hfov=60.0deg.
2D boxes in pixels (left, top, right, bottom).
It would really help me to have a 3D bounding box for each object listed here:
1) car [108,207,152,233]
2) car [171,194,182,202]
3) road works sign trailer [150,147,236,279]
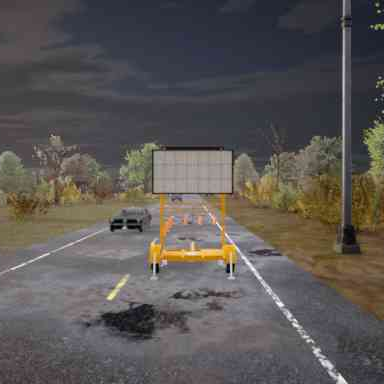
[{"bbox_3d":[-3.556,1.596,19.843,1.895,1.301,4.718,0,0,0],"label":"car"},{"bbox_3d":[-3.340,1.146,72.570,2.150,2.045,5.566,0,0,0],"label":"car"},{"bbox_3d":[0.023,0.464,9.989,2.380,3.560,2.880,0,0,0],"label":"road works sign trailer"}]
